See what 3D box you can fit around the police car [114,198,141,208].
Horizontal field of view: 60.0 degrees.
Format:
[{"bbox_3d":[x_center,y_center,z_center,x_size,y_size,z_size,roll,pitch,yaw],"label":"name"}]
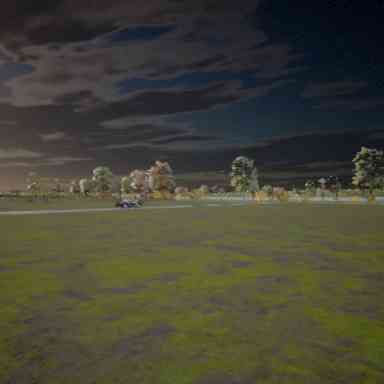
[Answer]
[{"bbox_3d":[-10.653,1.812,55.176,1.930,1.638,5.238,-1,-1,35],"label":"police car"}]
